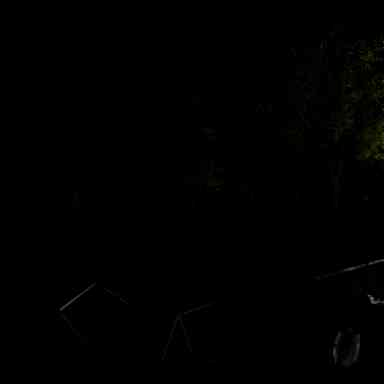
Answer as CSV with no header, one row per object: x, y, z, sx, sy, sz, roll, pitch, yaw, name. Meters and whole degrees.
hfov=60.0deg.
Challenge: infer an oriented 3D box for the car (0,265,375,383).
0.057,1.564,3.779,4.718,1.301,1.895,-1,1,-35,car
